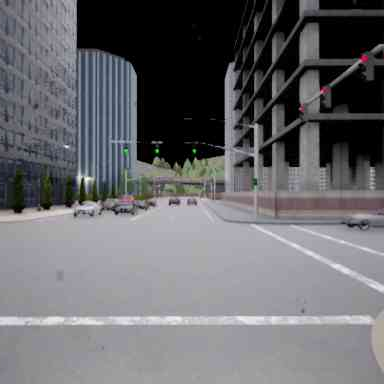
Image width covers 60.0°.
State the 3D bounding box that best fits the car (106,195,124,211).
[{"bbox_3d":[-10.597,1.602,42.979,2.097,1.767,4.553,0,0,0],"label":"car"}]

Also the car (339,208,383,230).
[{"bbox_3d":[11.881,1.668,20.848,4.718,1.301,1.895,0,0,0],"label":"car"}]

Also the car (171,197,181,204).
[{"bbox_3d":[-3.495,1.934,73.248,1.812,1.442,4.674,0,0,0],"label":"car"}]

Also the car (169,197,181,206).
[{"bbox_3d":[-3.496,1.878,64.174,1.837,1.490,4.892,0,0,0],"label":"car"}]

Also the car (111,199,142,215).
[{"bbox_3d":[-7.097,1.776,36.363,1.994,1.385,4.181,0,0,0],"label":"car"}]

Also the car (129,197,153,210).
[{"bbox_3d":[-7.096,1.833,46.272,1.994,1.385,4.181,0,0,0],"label":"car"}]

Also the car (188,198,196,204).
[{"bbox_3d":[0.005,2.005,73.277,1.895,1.301,4.718,0,0,0],"label":"car"}]

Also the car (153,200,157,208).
[{"bbox_3d":[-7.080,1.928,56.312,1.895,1.301,4.718,0,0,0],"label":"car"}]

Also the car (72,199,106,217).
[{"bbox_3d":[-10.596,1.724,34.045,1.812,1.442,4.674,0,0,0],"label":"car"}]

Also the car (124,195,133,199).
[{"bbox_3d":[-10.593,1.532,53.395,2.150,2.045,5.566,0,0,0],"label":"car"}]

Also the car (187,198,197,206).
[{"bbox_3d":[0.004,1.865,64.173,2.128,1.511,4.902,0,0,0],"label":"car"}]
